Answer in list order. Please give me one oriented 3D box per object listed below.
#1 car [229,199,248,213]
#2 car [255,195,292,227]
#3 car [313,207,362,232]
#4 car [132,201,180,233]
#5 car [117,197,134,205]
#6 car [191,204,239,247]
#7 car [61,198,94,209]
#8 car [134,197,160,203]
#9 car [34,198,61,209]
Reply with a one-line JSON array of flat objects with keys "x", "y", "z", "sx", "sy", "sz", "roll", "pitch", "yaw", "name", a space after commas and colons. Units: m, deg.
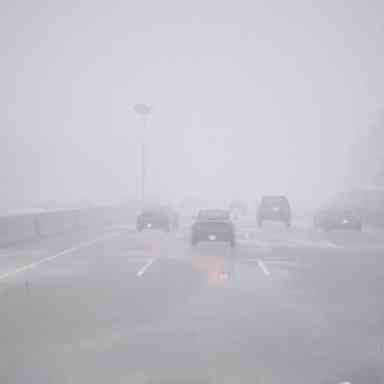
[{"x": 5.306, "y": 1.529, "z": 38.148, "sx": 1.837, "sy": 1.490, "sz": 4.892, "roll": 0, "pitch": 0, "yaw": 15, "name": "car"}, {"x": 5.677, "y": 1.245, "z": 23.487, "sx": 2.150, "sy": 2.045, "sz": 5.566, "roll": 0, "pitch": 0, "yaw": 9, "name": "car"}, {"x": 8.748, "y": 1.598, "z": 20.364, "sx": 1.994, "sy": 1.385, "sz": 4.181, "roll": 0, "pitch": 0, "yaw": 8, "name": "car"}, {"x": -1.920, "y": 1.501, "z": 19.858, "sx": 1.837, "sy": 1.490, "sz": 4.892, "roll": 0, "pitch": 0, "yaw": 8, "name": "car"}, {"x": -9.544, "y": 1.479, "z": 50.277, "sx": 1.837, "sy": 1.490, "sz": 4.892, "roll": 0, "pitch": 0, "yaw": 18, "name": "car"}, {"x": 1.041, "y": 1.511, "z": 15.266, "sx": 1.837, "sy": 1.490, "sz": 4.892, "roll": 0, "pitch": 0, "yaw": 6, "name": "car"}, {"x": -14.911, "y": 1.479, "z": 44.483, "sx": 1.812, "sy": 1.442, "sz": 4.674, "roll": 0, "pitch": 0, "yaw": 16, "name": "car"}, {"x": -6.265, "y": 1.491, "z": 49.046, "sx": 1.837, "sy": 1.490, "sz": 4.892, "roll": 0, "pitch": -1, "yaw": 18, "name": "car"}, {"x": -18.700, "y": 1.505, "z": 43.819, "sx": 1.994, "sy": 1.385, "sz": 4.181, "roll": 0, "pitch": 0, "yaw": 15, "name": "car"}]
